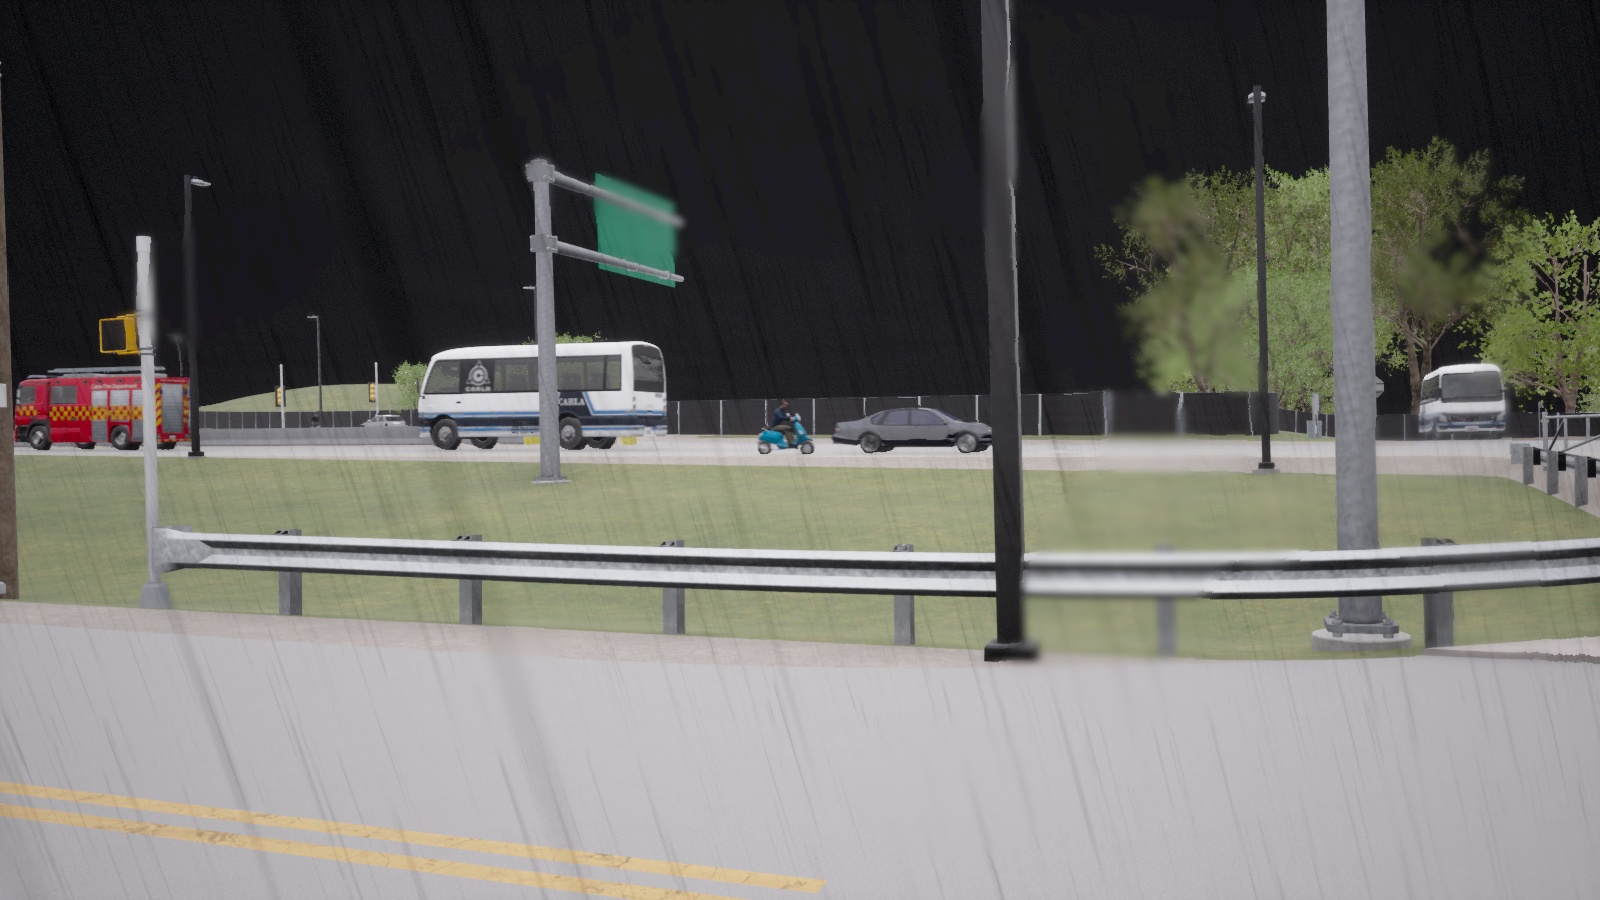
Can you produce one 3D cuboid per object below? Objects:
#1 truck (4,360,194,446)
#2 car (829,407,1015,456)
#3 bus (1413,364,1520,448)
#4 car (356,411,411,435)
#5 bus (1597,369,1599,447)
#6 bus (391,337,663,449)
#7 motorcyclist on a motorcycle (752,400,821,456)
[{"bbox_3d":[-32.844,-2.135,58.834,8.468,3.827,2.891,0,1,19],"label":"truck"},{"bbox_3d":[3.753,-0.575,38.554,5.357,1.411,2.033,0,1,19],"label":"car"},{"bbox_3d":[37.024,-2.277,70.206,3.944,4.253,10.273,0,0,20],"label":"bus"},{"bbox_3d":[-27.144,-1.779,81.775,1.970,1.475,3.806,-2,2,-44],"label":"car"},{"bbox_3d":[43.706,-2.280,63.184,3.944,4.253,10.273,-1,0,20],"label":"bus"},{"bbox_3d":[-11.120,-2.206,51.187,10.273,4.253,3.944,0,1,19],"label":"bus"},{"bbox_3d":[-0.382,-0.639,36.298,1.817,1.590,0.866,0,1,19],"label":"motorcyclist on a motorcycle"}]
